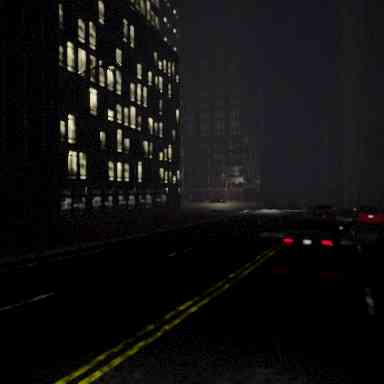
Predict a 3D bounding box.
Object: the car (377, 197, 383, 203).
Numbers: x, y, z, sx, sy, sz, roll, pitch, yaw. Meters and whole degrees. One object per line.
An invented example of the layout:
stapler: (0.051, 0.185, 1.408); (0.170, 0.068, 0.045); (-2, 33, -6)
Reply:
car: (43.301, 2.090, 72.752); (5.009, 1.841, 2.192); (0, 0, 20)

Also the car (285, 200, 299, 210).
car: (15.557, 2.020, 51.464); (2.033, 1.411, 5.357); (0, -1, 19)

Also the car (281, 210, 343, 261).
car: (4.753, 1.670, 12.942); (2.033, 1.411, 5.357); (0, -1, 25)

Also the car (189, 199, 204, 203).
car: (1.214, 2.284, 87.560); (4.206, 1.307, 1.802); (0, 0, 20)

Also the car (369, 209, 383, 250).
car: (8.105, 1.602, 12.462); (2.128, 1.511, 4.902); (0, 0, 25)

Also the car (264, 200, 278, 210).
car: (12.463, 1.987, 52.482); (2.128, 1.511, 4.902); (0, -1, 19)

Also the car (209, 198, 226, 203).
car: (6.561, 2.278, 85.626); (4.313, 1.339, 1.947); (0, 0, 20)

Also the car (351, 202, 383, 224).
car: (13.964, 1.794, 26.543); (1.994, 1.385, 4.181); (0, -1, 21)

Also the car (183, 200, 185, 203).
car: (-4.117, 2.258, 89.530); (4.313, 1.339, 1.947); (0, 0, 20)

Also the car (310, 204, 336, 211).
car: (11.222, 1.736, 28.481); (1.882, 1.535, 5.008); (0, 0, 21)
